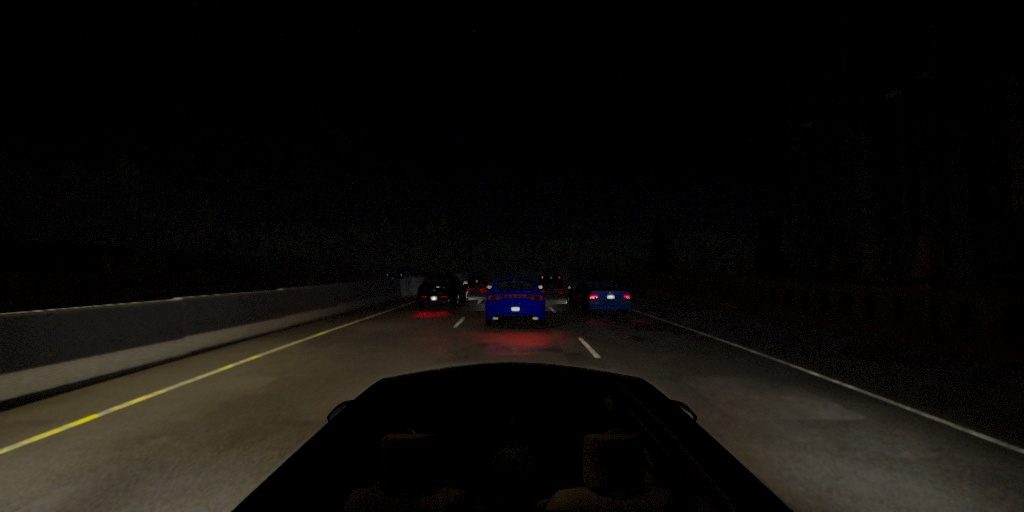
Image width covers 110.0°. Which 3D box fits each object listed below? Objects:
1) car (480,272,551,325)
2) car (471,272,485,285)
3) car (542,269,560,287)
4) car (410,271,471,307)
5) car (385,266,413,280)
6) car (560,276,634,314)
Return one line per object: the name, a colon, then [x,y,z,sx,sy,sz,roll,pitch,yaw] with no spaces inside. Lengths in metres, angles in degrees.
car: [0.103,1.467,12.849,1.882,1.535,5.008,0,-2,0]
car: [-3.407,2.340,36.956,1.812,1.442,4.674,0,-2,0]
car: [3.606,2.107,35.223,2.097,1.767,4.553,0,-2,0]
car: [-3.397,1.672,18.034,1.837,1.490,4.892,0,-2,0]
car: [-14.070,2.316,45.196,2.150,2.045,5.566,0,-2,0]
car: [3.603,1.631,15.576,2.033,1.411,5.357,0,-2,0]
